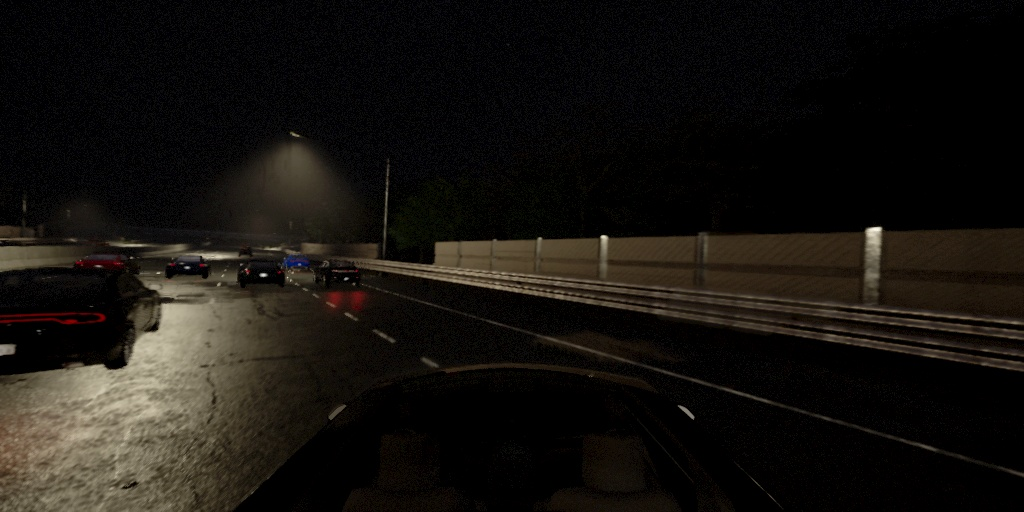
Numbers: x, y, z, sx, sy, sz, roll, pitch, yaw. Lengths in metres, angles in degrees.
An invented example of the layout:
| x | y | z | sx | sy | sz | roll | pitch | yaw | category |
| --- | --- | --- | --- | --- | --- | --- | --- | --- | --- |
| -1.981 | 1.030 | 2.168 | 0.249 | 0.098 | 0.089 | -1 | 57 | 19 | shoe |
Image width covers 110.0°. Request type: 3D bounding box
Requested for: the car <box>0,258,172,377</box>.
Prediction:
| x | y | z | sx | sy | sz | roll | pitch | yaw | category |
| --- | --- | --- | --- | --- | --- | --- | --- | --- | --- |
| -7.704 | 0.938 | 6.287 | 1.882 | 1.535 | 5.008 | 3 | -1 | -38 | car |

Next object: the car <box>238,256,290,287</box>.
| x | y | z | sx | sy | sz | roll | pitch | yaw | category |
| --- | --- | --- | --- | --- | --- | --- | --- | --- | --- |
| -13.678 | 0.887 | 19.582 | 1.994 | 1.385 | 4.181 | 3 | -1 | -38 | car |

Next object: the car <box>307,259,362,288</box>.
| x | y | z | sx | sy | sz | roll | pitch | yaw | category |
| --- | --- | --- | --- | --- | --- | --- | --- | --- | --- |
| -10.334 | 0.973 | 21.140 | 2.128 | 1.511 | 4.902 | 3 | -1 | -38 | car |

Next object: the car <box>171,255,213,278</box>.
| x | y | z | sx | sy | sz | roll | pitch | yaw | category |
| --- | --- | --- | --- | --- | --- | --- | --- | --- | --- |
| -20.532 | 0.619 | 22.926 | 1.994 | 1.385 | 4.181 | 3 | -1 | -38 | car |

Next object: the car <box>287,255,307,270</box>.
| x | y | z | sx | sy | sz | roll | pitch | yaw | category |
| --- | --- | --- | --- | --- | --- | --- | --- | --- | --- |
| -21.364 | 0.605 | 35.523 | 1.882 | 1.535 | 5.008 | 3 | -1 | -37 | car |

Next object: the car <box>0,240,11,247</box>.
| x | y | z | sx | sy | sz | roll | pitch | yaw | category |
| --- | --- | --- | --- | --- | --- | --- | --- | --- | --- |
| -12.206 | 0.488 | 6.407 | 2.150 | 2.045 | 5.566 | 3 | -1 | -38 | car |

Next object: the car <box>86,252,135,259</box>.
| x | y | z | sx | sy | sz | roll | pitch | yaw | category |
| --- | --- | --- | --- | --- | --- | --- | --- | --- | --- |
| -23.159 | 0.484 | 20.605 | 1.994 | 1.385 | 4.181 | 3 | -1 | -38 | car |
